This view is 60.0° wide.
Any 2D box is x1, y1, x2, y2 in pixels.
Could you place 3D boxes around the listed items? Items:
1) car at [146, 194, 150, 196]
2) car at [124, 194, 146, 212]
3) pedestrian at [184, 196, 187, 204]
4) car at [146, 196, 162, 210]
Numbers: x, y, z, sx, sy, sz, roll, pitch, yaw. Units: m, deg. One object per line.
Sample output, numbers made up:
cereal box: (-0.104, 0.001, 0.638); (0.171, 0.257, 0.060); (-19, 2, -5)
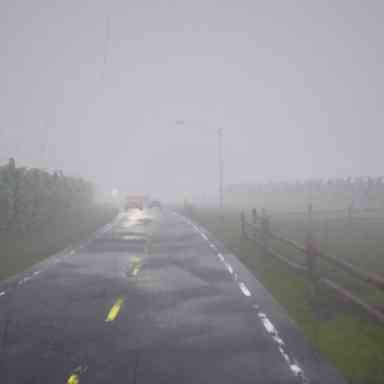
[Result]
car: (-8.393, 1.422, 57.833); (2.150, 2.045, 5.566); (0, 0, -17)
car: (-7.327, 1.353, 41.781); (2.150, 2.045, 5.566); (0, -1, -12)
pedestrian: (-0.746, 1.393, 38.041); (0.375, 1.860, 0.375); (0, 0, -16)
car: (-5.272, 1.645, 45.862); (1.837, 1.490, 4.892); (0, -1, -14)
